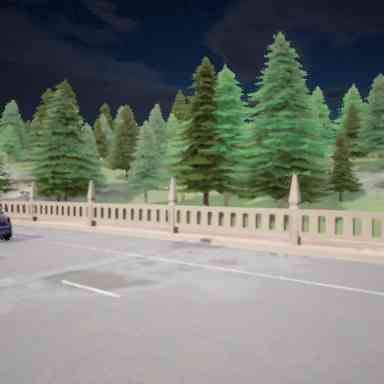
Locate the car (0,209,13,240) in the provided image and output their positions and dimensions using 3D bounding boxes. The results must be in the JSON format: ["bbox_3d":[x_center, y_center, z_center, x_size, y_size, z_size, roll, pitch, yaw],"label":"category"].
[{"bbox_3d":[-10.444,1.327,15.481,4.553,1.767,2.097,0,0,33],"label":"car"}]
